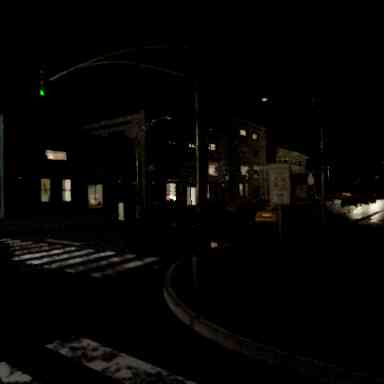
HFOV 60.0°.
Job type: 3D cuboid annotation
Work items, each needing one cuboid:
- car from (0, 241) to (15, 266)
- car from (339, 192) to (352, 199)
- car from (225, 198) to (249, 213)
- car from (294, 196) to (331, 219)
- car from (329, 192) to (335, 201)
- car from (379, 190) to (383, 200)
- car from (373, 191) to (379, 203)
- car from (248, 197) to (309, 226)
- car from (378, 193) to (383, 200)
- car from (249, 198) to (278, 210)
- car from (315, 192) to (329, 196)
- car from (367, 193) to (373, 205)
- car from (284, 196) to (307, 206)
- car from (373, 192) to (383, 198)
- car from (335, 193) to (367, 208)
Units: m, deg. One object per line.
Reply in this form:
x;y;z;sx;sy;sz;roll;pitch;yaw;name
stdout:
-7.076;1.641;8.134;1.895;1.301;4.718;0;0;36;car
34.572;0.839;74.970;1.967;1.590;4.097;-1;0;36;car
5.147;1.363;34.588;1.752;1.417;4.829;-1;0;36;car
8.758;1.257;25.318;2.008;1.369;4.403;-1;0;36;car
24.795;0.857;61.556;2.192;1.841;5.009;-1;0;36;car
34.823;0.629;61.091;2.192;1.841;5.009;-1;0;36;car
25.049;0.900;47.676;1.967;1.590;4.097;-1;0;36;car
5.600;1.279;20.983;1.752;1.417;4.829;-1;0;36;car
38.085;0.833;65.562;1.947;1.339;4.313;-1;0;36;car
8.507;1.368;39.197;1.802;1.307;4.206;-1;0;36;car
21.439;1.117;56.946;1.752;1.417;4.829;-1;0;36;car
21.793;1.091;43.204;1.802;1.307;4.206;-1;0;36;car
15.024;1.270;48.142;1.802;1.307;4.206;-1;0;36;car
43.701;0.728;77.849;1.812;1.442;4.674;-2;0;36;car
18.534;1.109;38.733;2.008;1.369;4.403;-1;0;36;car
